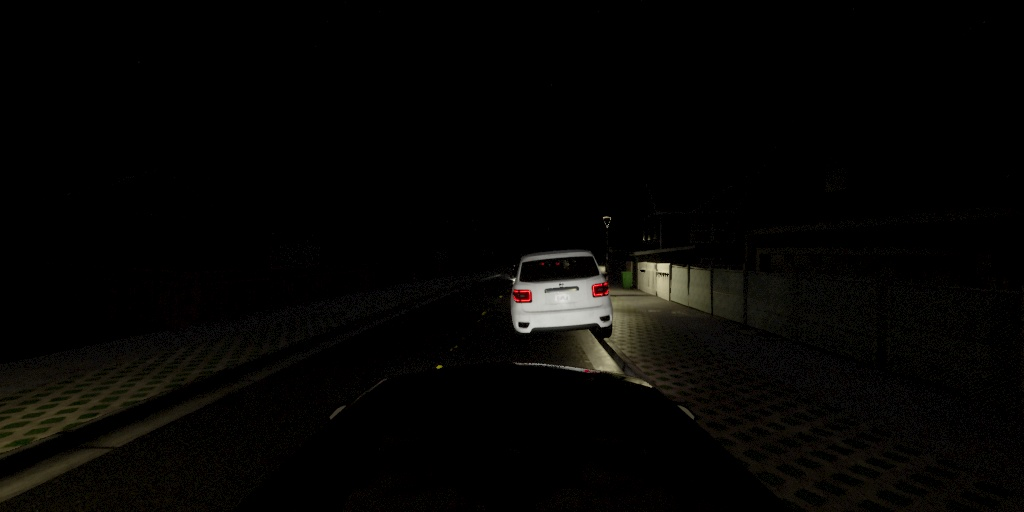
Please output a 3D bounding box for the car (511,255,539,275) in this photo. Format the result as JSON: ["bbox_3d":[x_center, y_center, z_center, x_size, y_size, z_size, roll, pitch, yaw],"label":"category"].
[{"bbox_3d":[1.560,0.963,39.561,2.150,2.045,5.566,0,0,13],"label":"car"}]

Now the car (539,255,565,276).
[{"bbox_3d":[4.354,0.971,38.556,2.150,2.045,5.566,0,0,13],"label":"car"}]

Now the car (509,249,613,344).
[{"bbox_3d":[1.135,0.897,9.645,2.150,2.045,5.566,-5,0,3],"label":"car"}]
